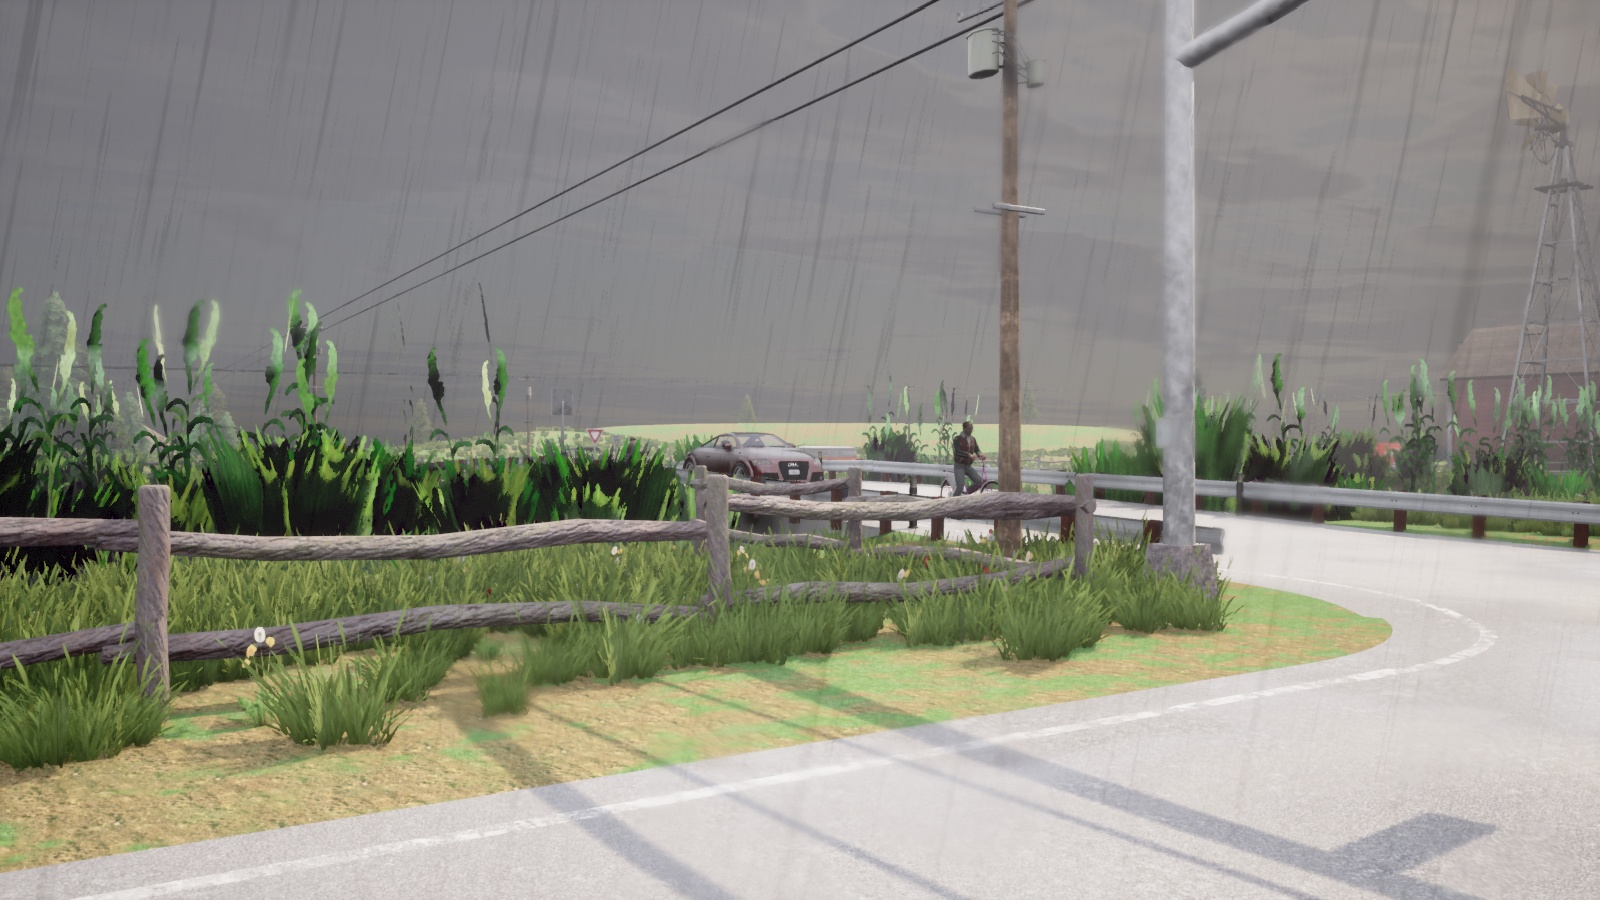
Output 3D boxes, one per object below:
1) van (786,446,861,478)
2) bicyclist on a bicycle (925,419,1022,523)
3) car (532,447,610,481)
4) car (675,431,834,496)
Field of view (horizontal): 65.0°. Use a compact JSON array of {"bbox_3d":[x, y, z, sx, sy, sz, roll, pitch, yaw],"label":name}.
[{"bbox_3d":[1.486,0.723,79.273,4.442,1.987,1.775,0,0,-32],"label":"van"},{"bbox_3d":[3.128,0.348,22.816,0.659,1.776,1.843,0,2,-32],"label":"bicyclist on a bicycle"},{"bbox_3d":[-12.840,0.775,70.383,3.866,1.878,1.905,0,0,-32],"label":"car"},{"bbox_3d":[-1.154,0.274,29.756,1.994,1.385,4.181,0,1,-31],"label":"car"}]
